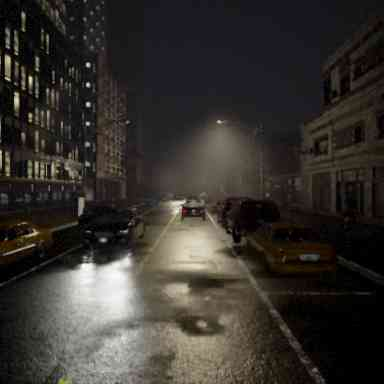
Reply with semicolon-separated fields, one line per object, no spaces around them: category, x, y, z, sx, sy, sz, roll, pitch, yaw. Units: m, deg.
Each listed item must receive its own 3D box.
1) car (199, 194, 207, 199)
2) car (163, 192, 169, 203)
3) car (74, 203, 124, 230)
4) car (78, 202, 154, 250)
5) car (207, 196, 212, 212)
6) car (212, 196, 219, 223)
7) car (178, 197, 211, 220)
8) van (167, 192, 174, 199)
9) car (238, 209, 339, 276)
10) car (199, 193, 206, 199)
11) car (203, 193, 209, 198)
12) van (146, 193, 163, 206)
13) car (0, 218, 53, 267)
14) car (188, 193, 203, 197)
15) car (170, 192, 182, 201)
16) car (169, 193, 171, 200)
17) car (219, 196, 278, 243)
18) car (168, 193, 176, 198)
car;2.728;1.090;81.772;1.802;1.307;4.206;0;0;0
car;-5.662;1.158;59.461;1.752;1.417;4.829;0;0;0
car;-5.679;1.431;20.872;1.947;1.339;4.313;0;0;0
car;-3.094;1.400;14.042;2.128;1.511;4.902;0;0;0
car;2.706;1.362;31.940;1.947;1.339;4.313;0;0;0
car;2.703;1.180;20.865;2.192;1.841;5.009;0;0;0
car;0.111;1.381;25.885;2.033;1.411;5.357;0;0;0
van;-5.650;0.820;87.313;1.690;1.788;3.998;0;0;0
car;2.697;1.459;9.963;1.752;1.417;4.829;0;0;0
car;2.730;1.023;87.310;1.887;1.381;4.507;0;0;0
car;2.713;1.277;48.551;1.802;1.307;4.206;0;0;0
van;-5.667;1.037;48.555;1.690;1.788;3.998;0;0;0
car;-5.684;1.462;9.629;1.752;1.417;4.829;0;0;0
car;0.119;1.222;45.013;1.837;1.490;4.892;0;1;0
car;-2.960;1.070;66.589;1.882;1.535;5.008;0;0;-2
car;-5.660;1.182;65.167;1.802;1.307;4.206;0;0;0
car;2.700;1.215;15.329;2.192;1.841;5.009;0;0;0
car;-5.649;0.994;92.852;1.887;1.381;4.507;0;0;0
